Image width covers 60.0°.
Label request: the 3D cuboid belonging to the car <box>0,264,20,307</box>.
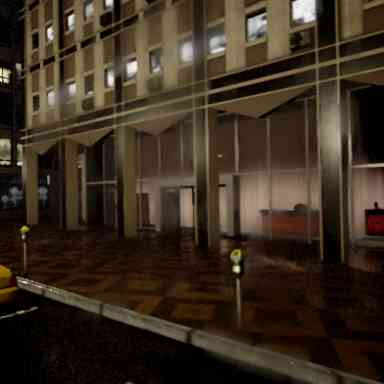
[{"bbox_3d":[-5.349,1.545,6.803,4.829,1.417,1.752,0,-1,37],"label":"car"}]
